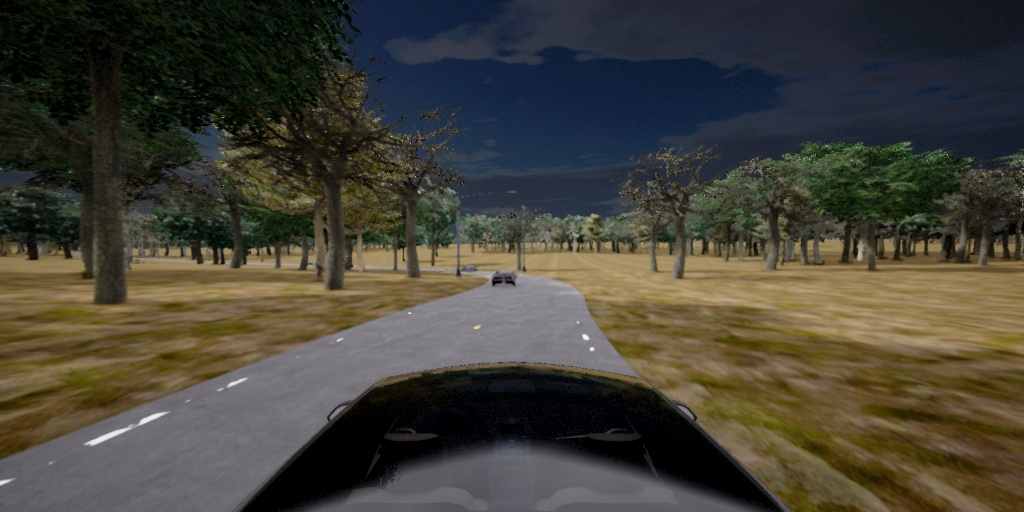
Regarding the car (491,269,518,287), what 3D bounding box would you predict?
[{"bbox_3d":[-0.540,1.692,28.434,1.895,1.301,4.718,0,-1,2],"label":"car"}]
